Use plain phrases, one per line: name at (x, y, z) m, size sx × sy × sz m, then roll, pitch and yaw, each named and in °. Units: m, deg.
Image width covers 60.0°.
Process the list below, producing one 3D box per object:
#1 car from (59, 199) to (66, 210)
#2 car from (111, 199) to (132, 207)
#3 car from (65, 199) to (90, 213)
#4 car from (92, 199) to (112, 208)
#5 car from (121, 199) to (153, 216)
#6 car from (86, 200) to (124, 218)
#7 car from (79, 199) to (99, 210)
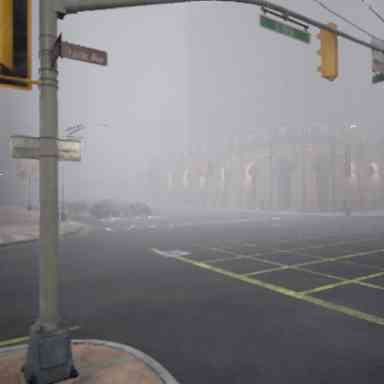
car at (-19.790, 1.880, 50.854) m, size 1.837 × 1.490 × 4.892 m, roll 0°, pitch 0°, yaw -32°
car at (-12.603, 1.926, 59.291) m, size 2.033 × 1.411 × 5.357 m, roll 0°, pitch 0°, yaw -32°
car at (-14.258, 1.900, 41.996) m, size 1.895 × 1.301 × 4.718 m, roll 0°, pitch 0°, yaw -32°
car at (-15.582, 1.987, 57.454) m, size 1.895 × 1.301 × 4.718 m, roll 0°, pitch 0°, yaw -32°
car at (-5.814, 1.781, 35.261) m, size 1.994 × 1.385 × 4.181 m, roll 0°, pitch 0°, yaw -33°
car at (-8.848, 1.789, 33.505) m, size 1.994 × 1.385 × 4.181 m, roll 0°, pitch 0°, yaw -33°
car at (-15.881, 1.881, 51.191) m, size 1.812 × 1.442 × 4.674 m, roll 0°, pitch 0°, yaw -32°
